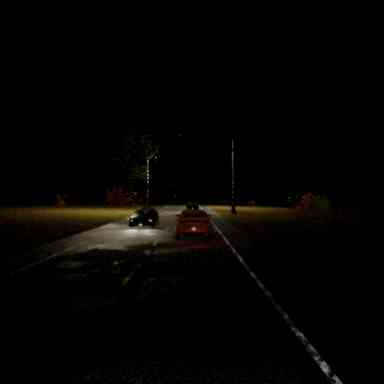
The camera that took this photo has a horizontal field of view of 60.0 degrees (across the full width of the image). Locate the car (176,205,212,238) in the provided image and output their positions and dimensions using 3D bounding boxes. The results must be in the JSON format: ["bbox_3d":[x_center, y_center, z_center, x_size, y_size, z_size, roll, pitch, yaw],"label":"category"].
[{"bbox_3d":[0.094,1.737,19.266,1.882,1.535,5.008,0,-1,0],"label":"car"}]

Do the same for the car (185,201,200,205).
[{"bbox_3d":[0.086,2.172,50.660,1.837,1.490,4.892,0,-1,0],"label":"car"}]

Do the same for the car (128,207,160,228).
[{"bbox_3d":[-3.507,1.887,25.343,2.033,1.411,5.357,0,-1,0],"label":"car"}]
